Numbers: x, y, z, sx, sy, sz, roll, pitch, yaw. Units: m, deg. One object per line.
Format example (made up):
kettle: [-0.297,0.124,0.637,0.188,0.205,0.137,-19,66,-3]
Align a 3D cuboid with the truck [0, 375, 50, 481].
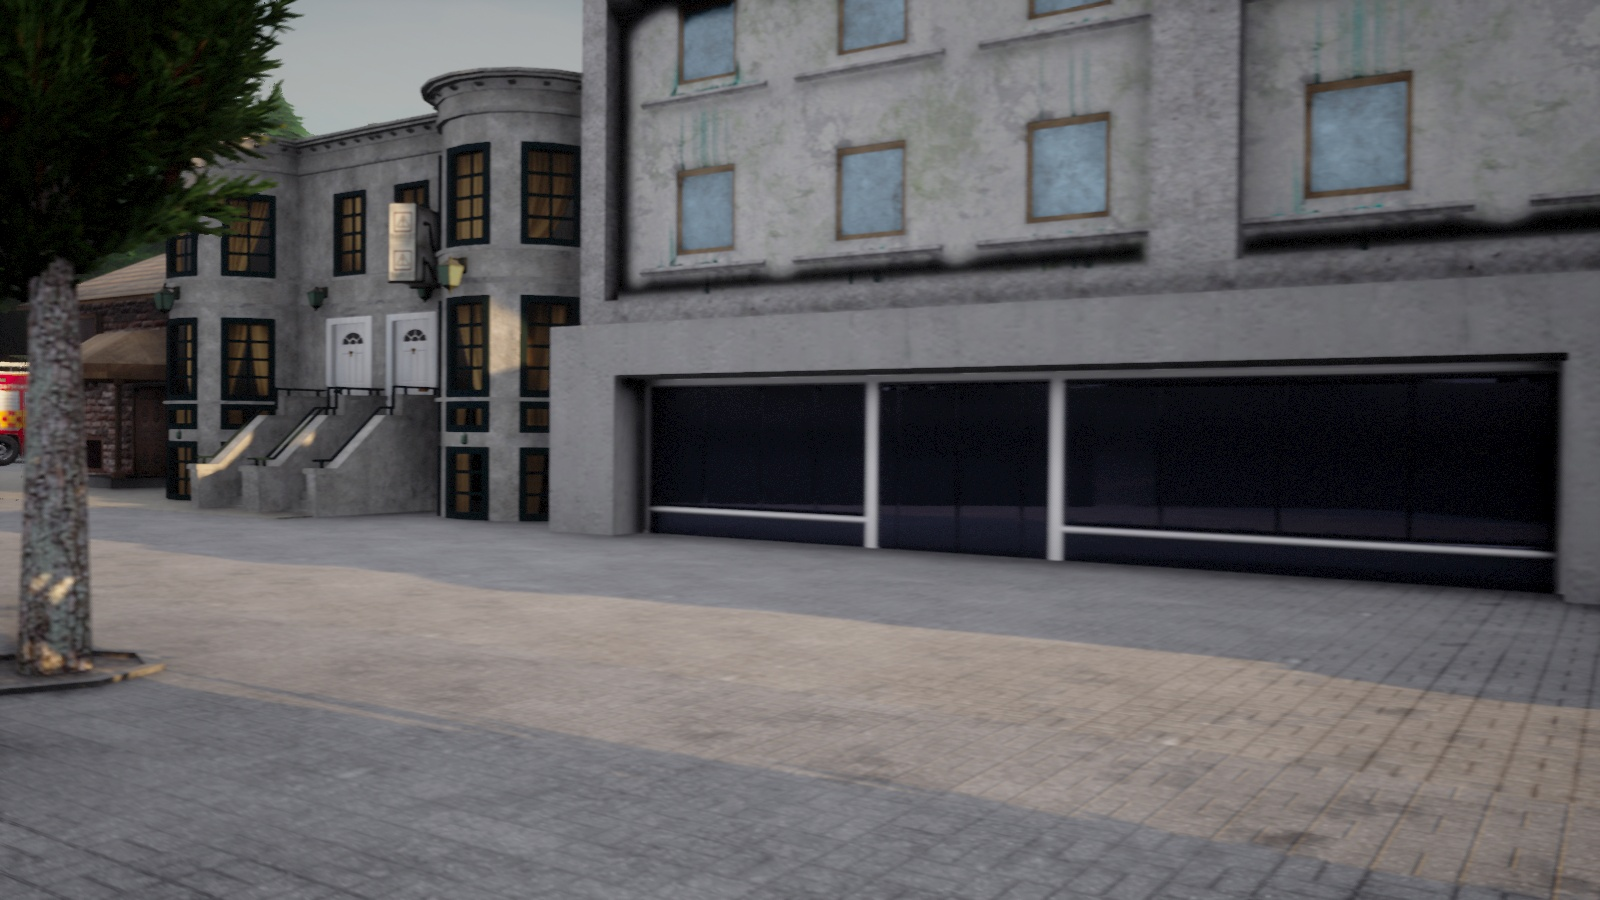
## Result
truck: [-31.652,-0.751,44.293,2.891,3.827,8.468,0,1,34]
